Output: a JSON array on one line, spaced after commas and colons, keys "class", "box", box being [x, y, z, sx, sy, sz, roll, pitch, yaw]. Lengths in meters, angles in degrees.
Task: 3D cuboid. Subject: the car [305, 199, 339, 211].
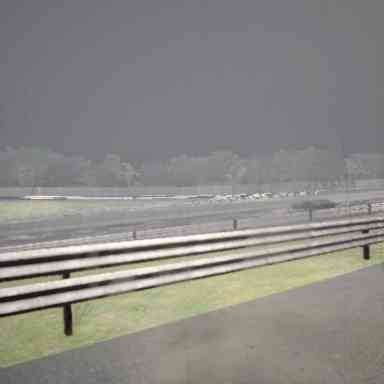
[{"class": "car", "box": [20.041, 1.815, 50.393, 4.553, 1.767, 2.097, -4, 2, -27]}]

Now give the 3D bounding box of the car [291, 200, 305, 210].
[{"class": "car", "box": [18.483, 1.994, 53.528, 5.357, 1.411, 2.033, -4, 2, -27]}]

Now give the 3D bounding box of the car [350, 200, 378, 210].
[{"class": "car", "box": [25.457, 1.815, 49.234, 4.181, 1.385, 1.994, -4, 2, -27]}]
